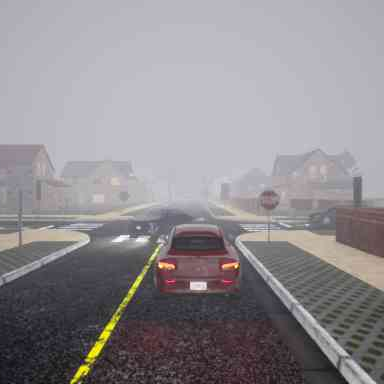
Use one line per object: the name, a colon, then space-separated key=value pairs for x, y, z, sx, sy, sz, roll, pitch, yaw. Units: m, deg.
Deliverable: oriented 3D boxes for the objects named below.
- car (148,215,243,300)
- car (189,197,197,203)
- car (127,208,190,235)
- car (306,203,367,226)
car: x=0.124 y=1.526 z=8.294 sx=1.812 sy=1.442 sz=4.674 roll=0 pitch=0 yaw=0
car: x=0.182 y=1.807 z=75.308 sx=2.033 sy=1.411 sz=5.357 roll=0 pitch=0 yaw=0
car: x=-1.528 y=1.582 z=17.974 sx=1.994 sy=1.385 sz=4.181 roll=0 pitch=-1 yaw=34
car: x=10.568 y=1.579 z=23.398 sx=4.892 sy=1.490 sz=1.837 roll=0 pitch=0 yaw=0
